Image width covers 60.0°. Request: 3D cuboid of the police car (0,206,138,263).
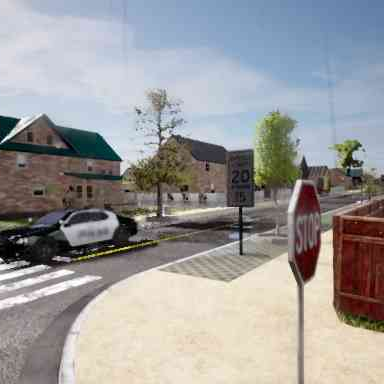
[{"bbox_3d":[-4.218,1.301,11.506,2.038,1.542,4.974,-1,1,35],"label":"police car"}]
